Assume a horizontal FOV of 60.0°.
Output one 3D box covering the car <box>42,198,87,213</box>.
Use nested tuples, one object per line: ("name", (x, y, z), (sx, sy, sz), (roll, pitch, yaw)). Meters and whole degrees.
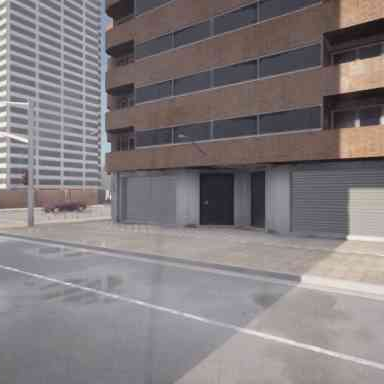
("car", (-14.101, 1.478, 36.878), (1.882, 1.535, 5.008), (0, 0, 35))
